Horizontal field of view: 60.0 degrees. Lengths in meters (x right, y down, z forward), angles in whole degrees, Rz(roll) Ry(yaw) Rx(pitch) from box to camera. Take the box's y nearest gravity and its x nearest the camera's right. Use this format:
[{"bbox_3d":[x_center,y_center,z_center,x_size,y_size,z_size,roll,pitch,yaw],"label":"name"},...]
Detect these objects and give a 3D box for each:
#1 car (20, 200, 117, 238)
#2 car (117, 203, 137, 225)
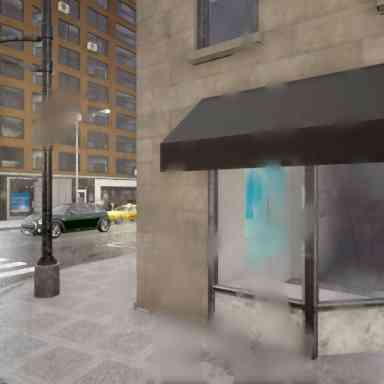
[{"bbox_3d":[-6.626,1.366,17.807,2.097,1.767,4.553,0,0,36],"label":"car"},{"bbox_3d":[-4.825,1.548,24.633,1.752,1.417,4.829,0,0,36],"label":"car"}]
